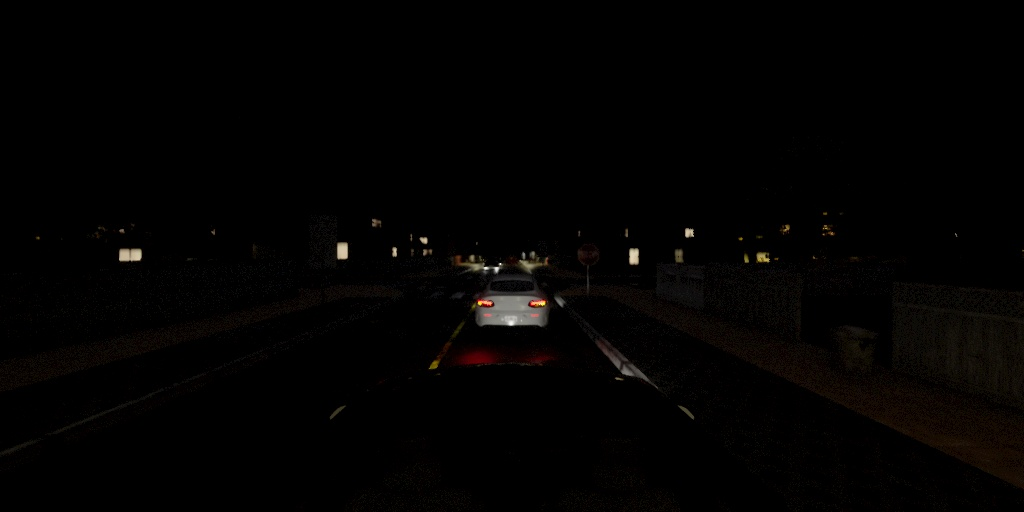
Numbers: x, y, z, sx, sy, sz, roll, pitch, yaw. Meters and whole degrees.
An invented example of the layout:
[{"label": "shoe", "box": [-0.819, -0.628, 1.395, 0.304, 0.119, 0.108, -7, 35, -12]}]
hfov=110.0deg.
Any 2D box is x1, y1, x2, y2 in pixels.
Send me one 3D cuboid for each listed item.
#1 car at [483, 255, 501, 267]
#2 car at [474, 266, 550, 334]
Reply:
[{"label": "car", "box": [-2.928, 0.778, 51.099, 1.837, 1.490, 4.892, 0, 1, 0]}, {"label": "car", "box": [0.042, 1.178, 10.106, 1.812, 1.442, 4.674, 0, 1, 2]}]
